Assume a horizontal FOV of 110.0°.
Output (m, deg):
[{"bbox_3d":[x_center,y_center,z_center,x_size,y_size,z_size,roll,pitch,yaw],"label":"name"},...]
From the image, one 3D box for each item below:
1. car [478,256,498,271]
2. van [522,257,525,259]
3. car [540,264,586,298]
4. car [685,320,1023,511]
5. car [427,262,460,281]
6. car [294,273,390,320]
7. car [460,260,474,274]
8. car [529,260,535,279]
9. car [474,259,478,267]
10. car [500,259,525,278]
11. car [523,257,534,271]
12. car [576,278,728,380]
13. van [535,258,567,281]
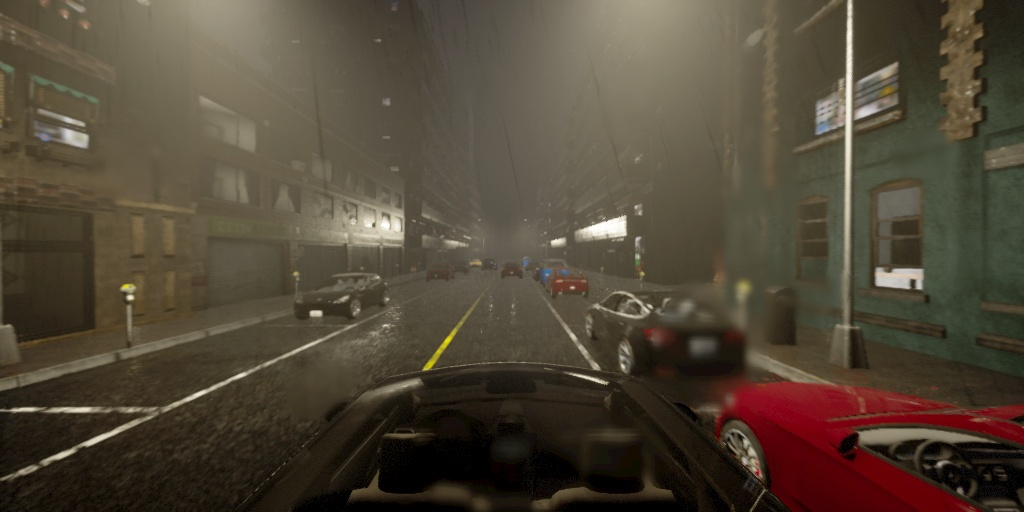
[{"bbox_3d":[-3.012,1.044,48.005,2.097,1.767,4.553,0,0,0],"label":"car"},{"bbox_3d":[2.675,0.990,56.783,1.690,1.789,3.998,0,0,0],"label":"van"},{"bbox_3d":[2.685,1.262,18.119,1.888,1.381,4.507,0,0,0],"label":"car"},{"bbox_3d":[2.689,1.333,1.549,1.802,1.307,4.207,0,0,0],"label":"car"},{"bbox_3d":[-5.699,1.240,29.176,1.888,1.381,4.507,0,0,0],"label":"car"},{"bbox_3d":[-5.695,1.293,12.606,1.948,1.339,4.313,0,0,0],"label":"car"},{"bbox_3d":[-5.702,1.258,40.223,1.802,1.307,4.207,0,0,0],"label":"car"},{"bbox_3d":[2.682,1.262,29.166,1.948,1.339,4.313,0,0,0],"label":"car"},{"bbox_3d":[-5.707,1.174,56.623,1.751,1.417,4.829,0,0,0],"label":"car"},{"bbox_3d":[0.001,1.216,32.182,1.812,1.442,4.674,0,0,0],"label":"car"},{"bbox_3d":[2.677,1.192,45.905,1.751,1.417,4.829,0,0,0],"label":"car"},{"bbox_3d":[2.688,1.305,7.072,1.948,1.339,4.313,0,0,0],"label":"car"},{"bbox_3d":[2.684,1.047,23.642,1.690,1.789,3.998,0,0,0],"label":"van"}]
